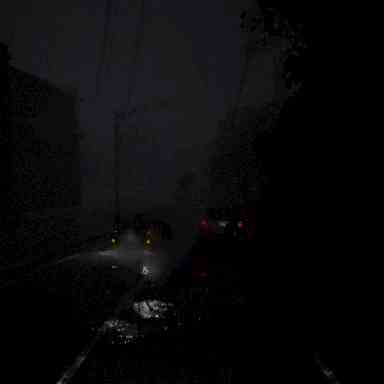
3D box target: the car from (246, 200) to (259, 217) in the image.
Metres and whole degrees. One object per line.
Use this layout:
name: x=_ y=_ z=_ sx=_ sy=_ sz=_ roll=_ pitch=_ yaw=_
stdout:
car: x=5.268 y=1.498 z=32.915 sx=1.882 sy=1.535 sz=5.008 roll=2 pitch=4 yaw=23

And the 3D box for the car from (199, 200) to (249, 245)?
car: x=1.624 y=1.496 z=16.781 sx=2.097 sy=1.767 sz=4.553 roll=1 pitch=0 yaw=8

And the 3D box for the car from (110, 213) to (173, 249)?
car: x=-2.147 y=1.637 z=15.037 sx=1.994 sy=1.385 sz=4.181 roll=1 pitch=0 yaw=8

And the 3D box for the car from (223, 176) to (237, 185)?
car: x=8.150 y=-2.828 z=81.413 sx=5.566 sy=2.045 sz=2.150 roll=0 pitch=5 yaw=1

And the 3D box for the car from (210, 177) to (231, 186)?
car: x=6.426 y=-2.223 z=78.223 sx=4.181 sy=1.385 sz=1.994 roll=0 pitch=5 yaw=-3
